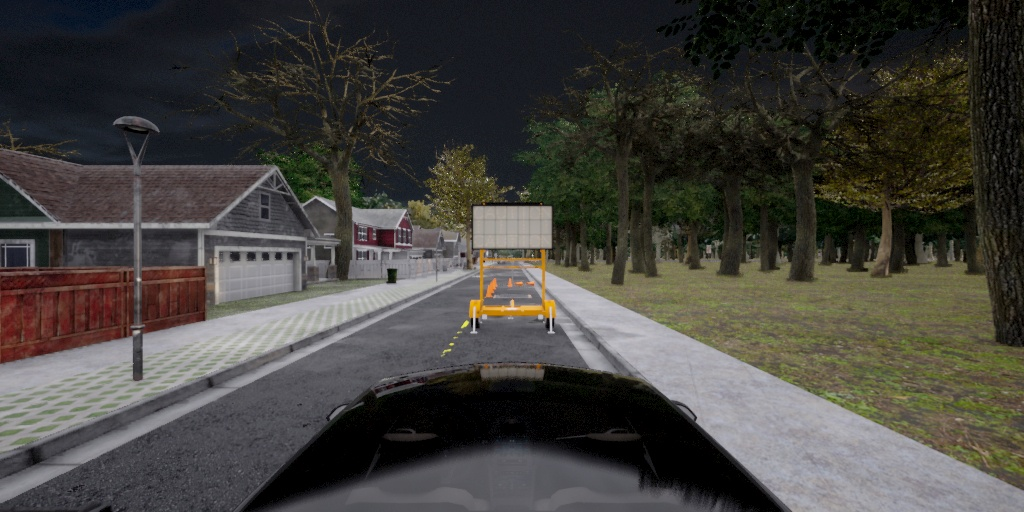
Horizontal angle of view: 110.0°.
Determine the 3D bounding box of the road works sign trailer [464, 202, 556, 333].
[{"bbox_3d":[0.018,0.218,10.677,2.380,3.560,2.880,0,0,0],"label":"road works sign trailer"}]
